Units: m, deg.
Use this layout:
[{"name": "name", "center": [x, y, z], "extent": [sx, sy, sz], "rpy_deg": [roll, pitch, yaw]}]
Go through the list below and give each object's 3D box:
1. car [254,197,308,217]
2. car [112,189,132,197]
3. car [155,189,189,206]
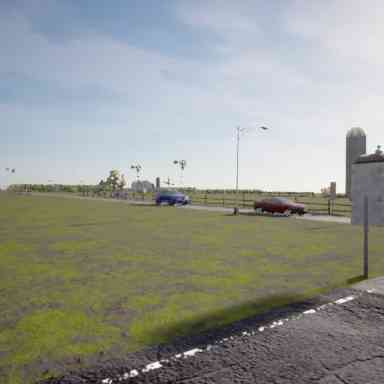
[{"name": "car", "center": [7.548, 1.210, 28.655], "extent": [1.882, 1.535, 5.008], "rpy_deg": [1, 0, -36]}, {"name": "car", "center": [-11.586, 0.245, 55.139], "extent": [2.097, 1.767, 4.553], "rpy_deg": [1, 0, -36]}, {"name": "car", "center": [-2.657, 0.710, 42.698], "extent": [2.150, 2.045, 5.566], "rpy_deg": [1, 0, -36]}]
